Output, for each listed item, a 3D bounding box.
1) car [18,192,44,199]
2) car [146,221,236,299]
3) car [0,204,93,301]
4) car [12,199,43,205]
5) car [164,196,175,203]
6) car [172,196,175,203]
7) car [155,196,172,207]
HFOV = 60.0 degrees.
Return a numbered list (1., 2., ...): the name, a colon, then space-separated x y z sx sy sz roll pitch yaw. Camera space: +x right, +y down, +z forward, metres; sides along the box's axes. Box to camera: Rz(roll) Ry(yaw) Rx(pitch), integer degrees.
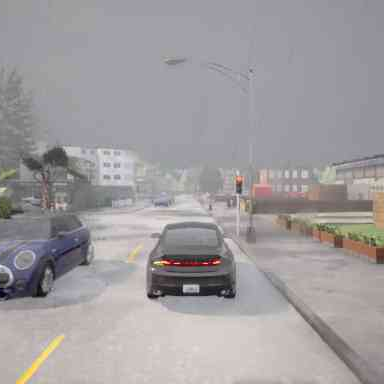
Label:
1. car: -20.154 0.985 42.119 1.905 1.878 3.866 0 0 34
2. car: -0.016 1.505 8.456 1.837 1.490 4.892 0 0 0
3. car: -4.130 1.352 8.514 2.097 1.767 4.553 0 0 0
4. car: -13.663 1.491 25.963 4.902 1.511 2.128 0 0 -1
5. car: -4.664 1.525 70.463 2.128 1.511 4.902 0 0 -1
6. car: -4.636 1.477 60.033 1.882 1.535 5.008 0 0 0
7. car: -4.571 1.477 50.620 1.882 1.535 5.008 0 0 0
